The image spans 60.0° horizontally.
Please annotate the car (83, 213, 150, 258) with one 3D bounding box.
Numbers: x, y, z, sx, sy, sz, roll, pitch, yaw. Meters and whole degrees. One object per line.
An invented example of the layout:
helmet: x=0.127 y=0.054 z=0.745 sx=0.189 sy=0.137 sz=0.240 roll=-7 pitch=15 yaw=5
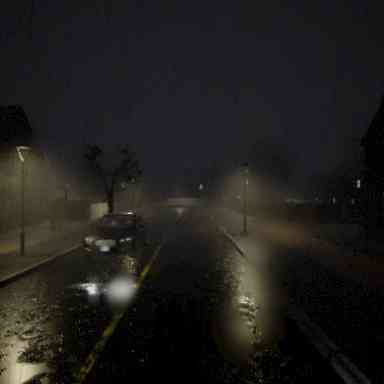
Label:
car: x=-2.852 y=1.619 z=13.353 sx=2.128 sy=1.511 sz=4.902 roll=0 pitch=-1 yaw=0
